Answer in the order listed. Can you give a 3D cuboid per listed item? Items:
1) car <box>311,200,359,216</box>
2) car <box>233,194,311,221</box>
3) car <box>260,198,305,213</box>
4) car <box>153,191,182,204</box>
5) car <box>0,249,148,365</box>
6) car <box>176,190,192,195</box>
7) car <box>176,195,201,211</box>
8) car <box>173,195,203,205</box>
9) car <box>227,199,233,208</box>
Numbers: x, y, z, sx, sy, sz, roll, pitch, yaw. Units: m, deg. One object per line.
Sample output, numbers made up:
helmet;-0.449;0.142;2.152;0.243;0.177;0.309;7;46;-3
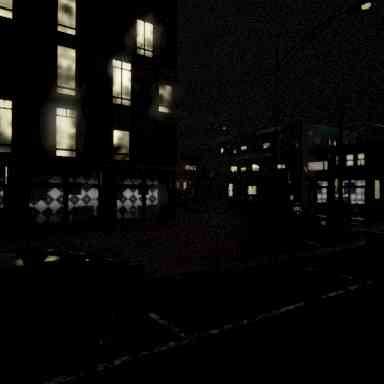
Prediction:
car;12.543;1.371;29.771;1.887;1.381;4.507;1;0;-36
car;5.802;1.101;24.801;2.192;1.841;5.009;1;0;-36
car;9.254;1.340;34.236;1.802;1.307;4.206;1;0;-36
car;-3.898;0.793;52.097;2.192;1.841;5.009;1;0;-36
car;-2.695;1.566;4.633;4.313;1.339;1.947;0;0;-36
car;-2.124;0.768;45.312;2.150;2.045;5.566;0;0;-37
car;-0.783;1.230;33.732;1.802;1.307;4.206;1;0;-36
car;-0.614;1.101;47.633;2.008;1.369;4.403;1;0;-36
car;5.966;1.130;38.703;1.967;1.590;4.097;1;0;-36
